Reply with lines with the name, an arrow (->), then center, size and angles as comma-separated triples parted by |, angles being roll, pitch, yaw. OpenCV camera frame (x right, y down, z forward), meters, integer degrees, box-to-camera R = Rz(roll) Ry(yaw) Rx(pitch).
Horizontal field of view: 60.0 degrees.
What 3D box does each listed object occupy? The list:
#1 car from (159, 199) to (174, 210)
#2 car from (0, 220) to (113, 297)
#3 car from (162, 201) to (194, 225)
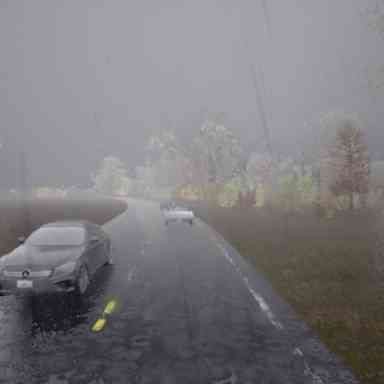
car -> -3.099, 1.521, 41.657 | 1.895, 1.301, 4.718 | 0, 0, -8
car -> -3.308, 1.511, 8.736 | 1.812, 1.442, 4.674 | 0, 0, -2
car -> -0.997, 1.558, 23.753 | 1.895, 1.301, 4.718 | 0, 0, -5
